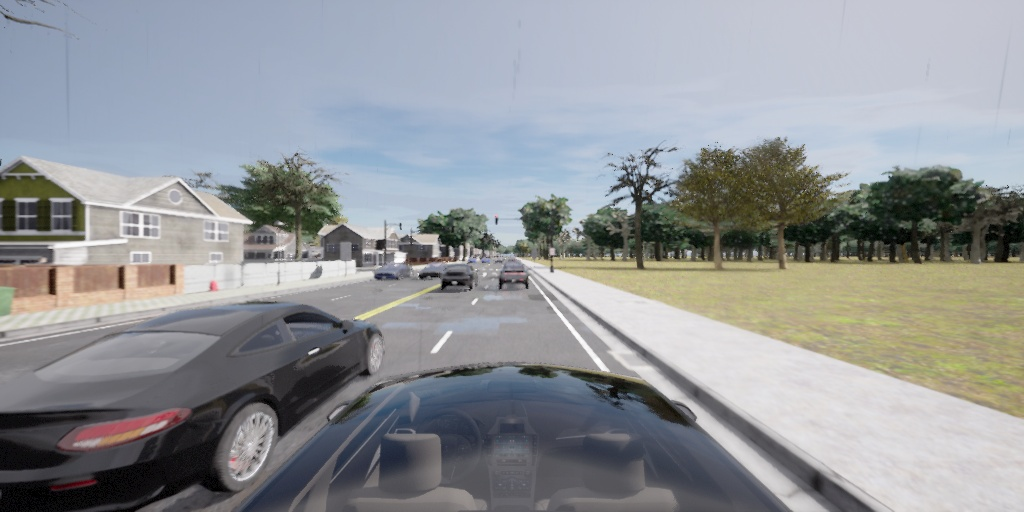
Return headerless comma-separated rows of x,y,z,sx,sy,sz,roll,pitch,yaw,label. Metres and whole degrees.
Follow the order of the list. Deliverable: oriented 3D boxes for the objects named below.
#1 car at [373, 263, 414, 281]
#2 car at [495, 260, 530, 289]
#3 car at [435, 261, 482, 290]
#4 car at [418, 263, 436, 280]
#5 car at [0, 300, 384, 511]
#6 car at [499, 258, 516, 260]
-9.801,1.274,30.163,2.033,1.411,5.357,0,0,0,car
0.108,1.223,22.997,2.128,1.511,4.902,0,0,0,car
-3.144,1.238,22.108,1.837,1.490,4.892,0,0,0,car
-6.545,1.273,31.006,2.033,1.411,5.357,0,0,0,car
-3.148,1.274,4.401,1.812,1.442,4.674,0,0,0,car
0.054,1.202,32.543,1.882,1.535,5.008,0,0,1,car
